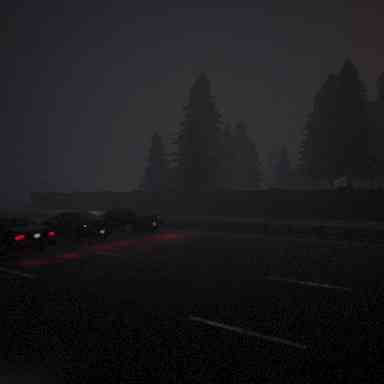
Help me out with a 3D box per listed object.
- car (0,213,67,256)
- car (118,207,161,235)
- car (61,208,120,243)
[{"bbox_3d":[-7.739,1.680,13.691,5.357,1.411,2.033,-1,0,36],"label":"car"},{"bbox_3d":[-4.072,1.616,19.676,5.008,1.535,1.882,0,0,36],"label":"car"},{"bbox_3d":[-6.027,1.663,16.771,4.674,1.442,1.812,0,0,36],"label":"car"}]
